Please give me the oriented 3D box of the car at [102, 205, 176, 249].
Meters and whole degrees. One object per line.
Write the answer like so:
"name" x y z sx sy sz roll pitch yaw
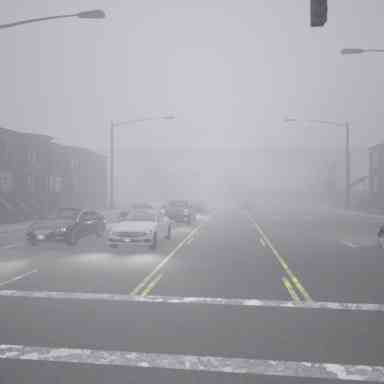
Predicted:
"car" -2.133 1.526 14.791 1.812 1.442 4.674 0 0 7

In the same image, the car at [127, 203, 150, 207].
"car" -4.237 1.548 26.271 2.033 1.411 5.357 0 0 7

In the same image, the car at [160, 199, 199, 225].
"car" -0.969 1.352 24.157 2.097 1.767 4.553 0 0 7

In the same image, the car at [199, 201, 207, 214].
"car" 0.472 1.600 35.689 1.895 1.301 4.718 0 0 7

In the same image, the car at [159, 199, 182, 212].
"car" -2.516 1.600 39.867 1.895 1.301 4.718 0 0 8

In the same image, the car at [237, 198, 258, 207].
"car" 8.333 1.600 50.500 1.895 1.301 4.718 0 0 -8

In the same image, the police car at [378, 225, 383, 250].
"police car" 8.131 1.425 11.314 1.930 1.638 5.238 0 0 7

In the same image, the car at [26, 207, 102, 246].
"car" -5.579 1.491 15.361 2.128 1.511 4.902 0 0 7
